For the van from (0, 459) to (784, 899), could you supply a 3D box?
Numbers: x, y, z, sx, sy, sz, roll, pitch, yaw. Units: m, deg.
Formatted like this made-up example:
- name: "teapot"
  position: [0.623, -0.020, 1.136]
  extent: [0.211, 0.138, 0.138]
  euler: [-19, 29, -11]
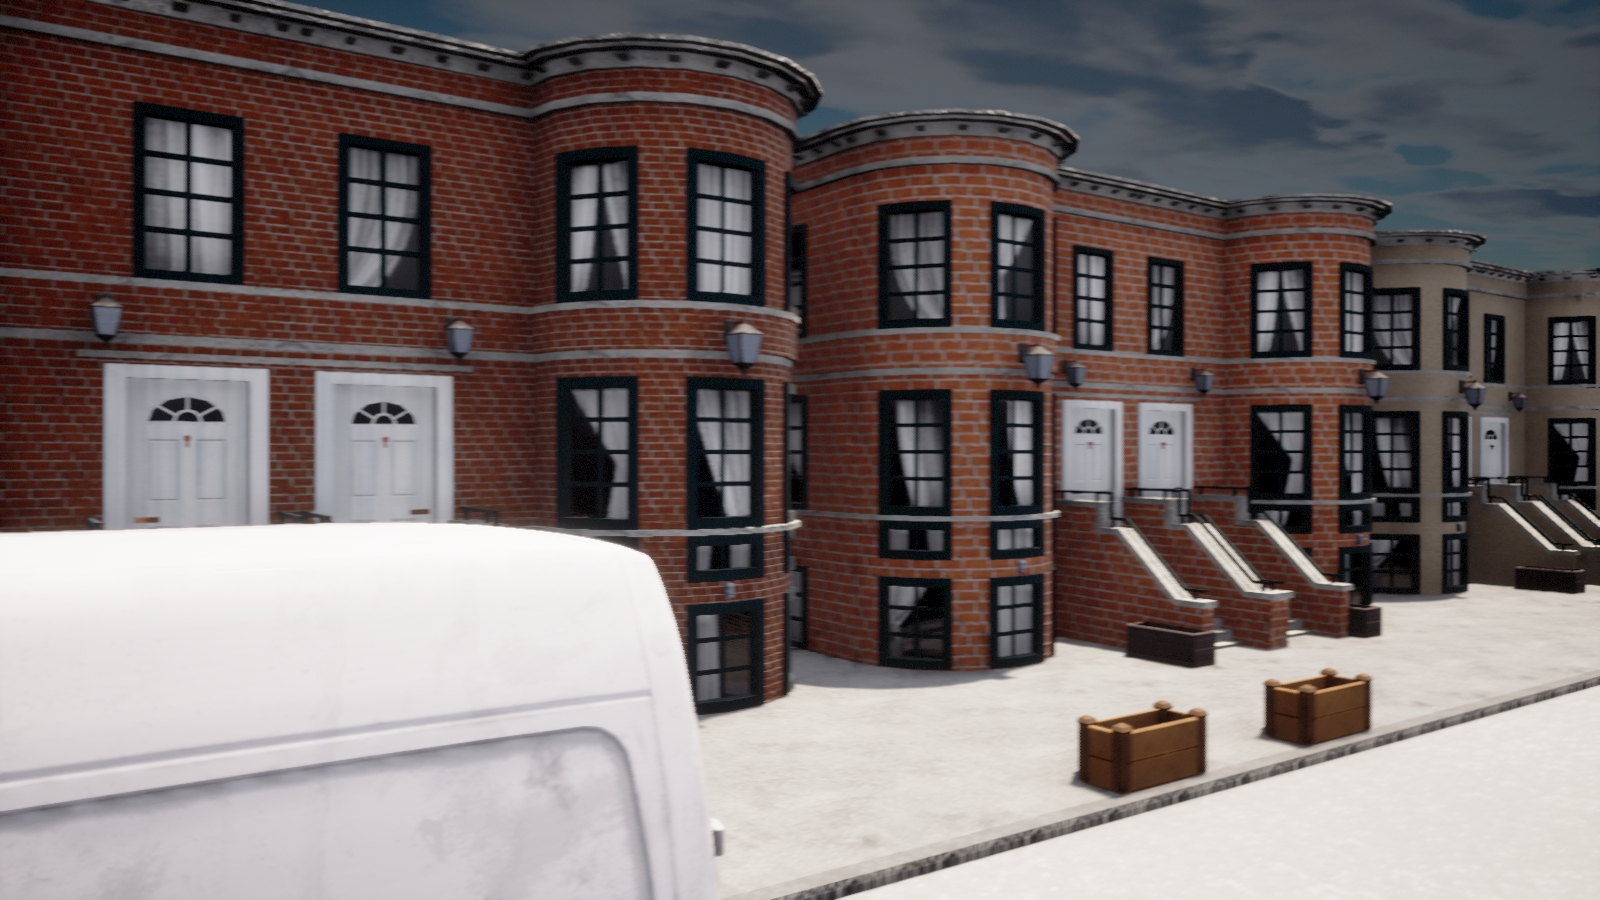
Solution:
- name: "van"
  position: [-3.038, 1.314, 2.268]
  extent: [5.915, 2.561, 1.988]
  euler: [0, 0, -35]
